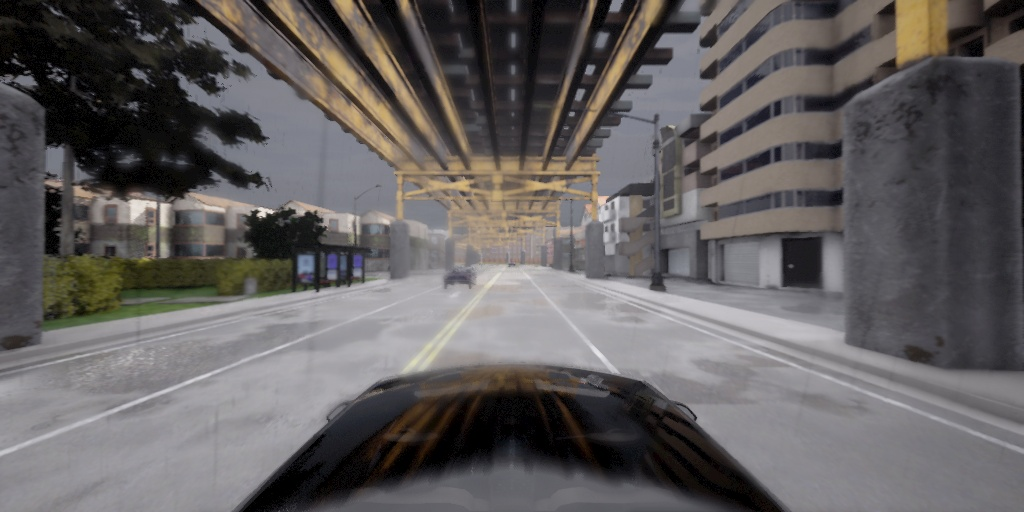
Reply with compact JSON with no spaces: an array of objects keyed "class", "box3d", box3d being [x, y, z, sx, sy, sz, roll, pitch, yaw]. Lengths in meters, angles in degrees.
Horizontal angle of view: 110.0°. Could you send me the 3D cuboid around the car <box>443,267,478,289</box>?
[{"class":"car","box3d":[-3.497,1.450,24.816,1.895,1.301,4.718,0,-1,0]}]
